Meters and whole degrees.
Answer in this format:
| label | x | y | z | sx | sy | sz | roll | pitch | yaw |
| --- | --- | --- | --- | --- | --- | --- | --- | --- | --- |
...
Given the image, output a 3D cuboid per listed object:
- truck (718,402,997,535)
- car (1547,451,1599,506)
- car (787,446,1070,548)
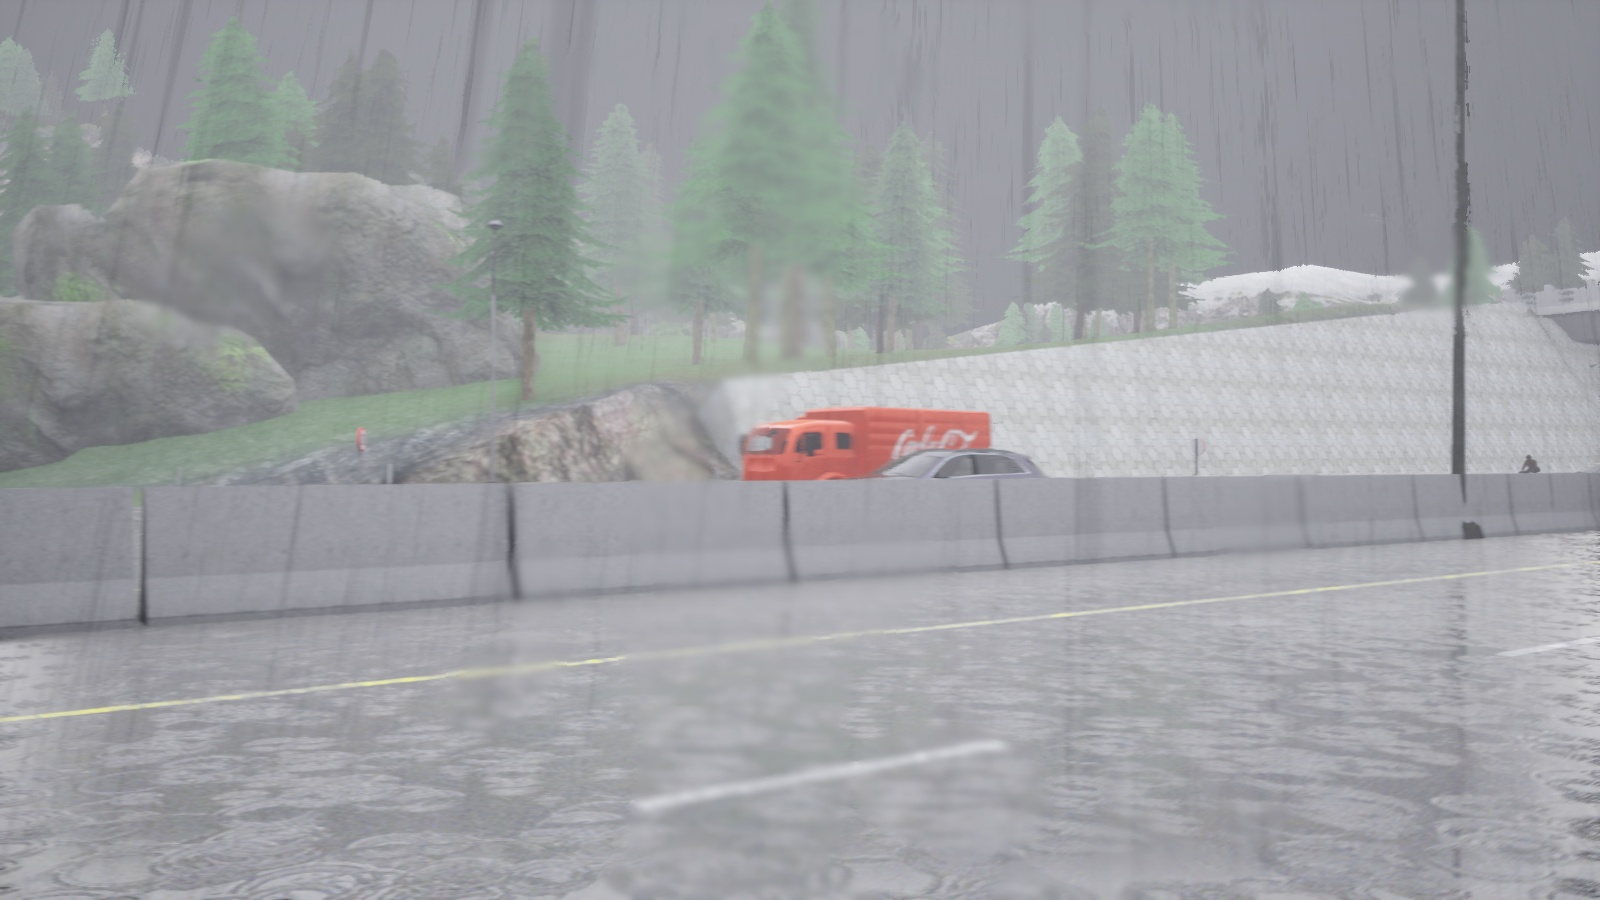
| label | x | y | z | sx | sy | sz | roll | pitch | yaw |
| --- | --- | --- | --- | --- | --- | --- | --- | --- | --- |
| truck | 1.224 | 0.360 | 25.833 | 5.204 | 2.467 | 2.627 | 0 | 0 | -35 |
| car | 24.850 | 0.834 | 38.010 | 5.366 | 1.575 | 1.801 | 0 | 0 | -35 |
| car | 2.352 | 0.763 | 22.353 | 4.856 | 1.649 | 2.033 | 0 | 0 | -35 |
